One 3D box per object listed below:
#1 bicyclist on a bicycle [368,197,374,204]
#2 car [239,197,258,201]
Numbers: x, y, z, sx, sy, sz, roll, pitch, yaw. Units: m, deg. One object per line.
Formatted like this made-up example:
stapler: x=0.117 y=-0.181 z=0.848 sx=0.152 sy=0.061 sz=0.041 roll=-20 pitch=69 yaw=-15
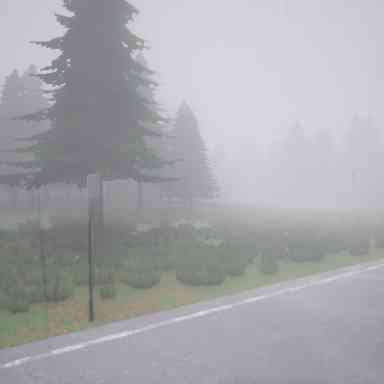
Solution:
bicyclist on a bicycle: x=23.068 y=1.432 z=42.763 sx=1.656 sy=1.620 sz=0.582 roll=-11 pitch=7 yaw=-35
car: x=9.118 y=1.634 z=56.392 sx=2.128 sy=1.511 sz=4.902 roll=0 pitch=0 yaw=-36
